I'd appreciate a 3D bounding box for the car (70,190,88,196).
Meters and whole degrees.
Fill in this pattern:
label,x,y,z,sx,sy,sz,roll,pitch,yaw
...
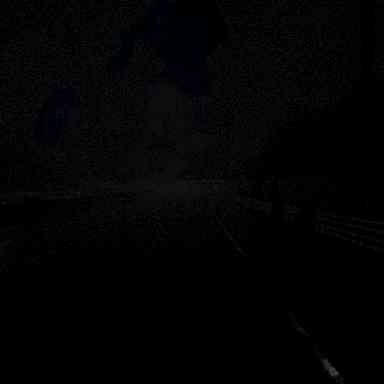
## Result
label,x,y,z,sx,sy,sz,roll,pitch,yaw
car,-25.073,0.215,72.959,1.895,1.301,4.718,0,2,0

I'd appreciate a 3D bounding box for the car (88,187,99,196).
label,x,y,z,sx,sy,sz,roll,pitch,yaw
car,-22.101,-0.175,75.249,2.150,2.045,5.566,0,2,3

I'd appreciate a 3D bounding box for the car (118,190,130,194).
label,x,y,z,sx,sy,sz,roll,pitch,yaw
car,-15.124,0.168,74.650,1.994,1.385,4.181,0,2,3

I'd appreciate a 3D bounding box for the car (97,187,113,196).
label,x,y,z,sx,sy,sz,roll,pitch,yaw
car,-18.725,0.251,73.052,1.994,1.385,4.181,0,2,3

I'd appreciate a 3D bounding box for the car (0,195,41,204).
label,x,y,z,sx,sy,sz,roll,pitch,yaw
car,-17.057,1.128,33.577,2.097,1.767,4.553,0,1,2
